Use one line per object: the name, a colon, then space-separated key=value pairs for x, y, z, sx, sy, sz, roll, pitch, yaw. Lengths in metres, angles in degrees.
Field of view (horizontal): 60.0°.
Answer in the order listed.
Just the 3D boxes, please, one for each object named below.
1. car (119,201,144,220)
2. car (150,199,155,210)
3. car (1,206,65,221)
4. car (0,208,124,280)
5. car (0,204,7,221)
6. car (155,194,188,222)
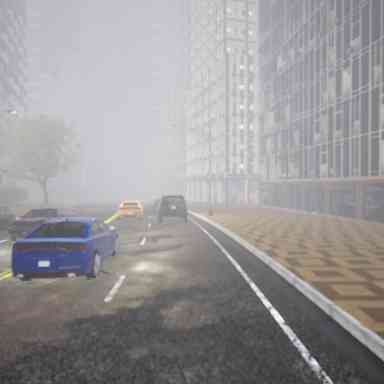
car: x=-5.152 y=1.479 z=28.318 sx=1.882 sy=1.535 sz=5.008 roll=0 pitch=0 yaw=-7
car: x=-4.271 y=1.507 z=42.983 sx=1.812 sy=1.442 sz=4.674 roll=0 pitch=0 yaw=-11
car: x=-7.400 y=1.496 z=16.889 sx=1.882 sy=1.535 sz=5.008 roll=0 pitch=0 yaw=-5
car: x=-3.487 y=1.483 z=10.040 sx=1.882 sy=1.535 sz=5.008 roll=0 pitch=0 yaw=-3
car: x=-10.643 y=1.385 z=16.590 sx=2.097 sy=1.767 sz=4.553 roll=0 pitch=0 yaw=-5
car: x=-1.597 y=1.206 z=26.125 sx=2.150 sy=2.045 sz=5.566 roll=0 pitch=0 yaw=-7
